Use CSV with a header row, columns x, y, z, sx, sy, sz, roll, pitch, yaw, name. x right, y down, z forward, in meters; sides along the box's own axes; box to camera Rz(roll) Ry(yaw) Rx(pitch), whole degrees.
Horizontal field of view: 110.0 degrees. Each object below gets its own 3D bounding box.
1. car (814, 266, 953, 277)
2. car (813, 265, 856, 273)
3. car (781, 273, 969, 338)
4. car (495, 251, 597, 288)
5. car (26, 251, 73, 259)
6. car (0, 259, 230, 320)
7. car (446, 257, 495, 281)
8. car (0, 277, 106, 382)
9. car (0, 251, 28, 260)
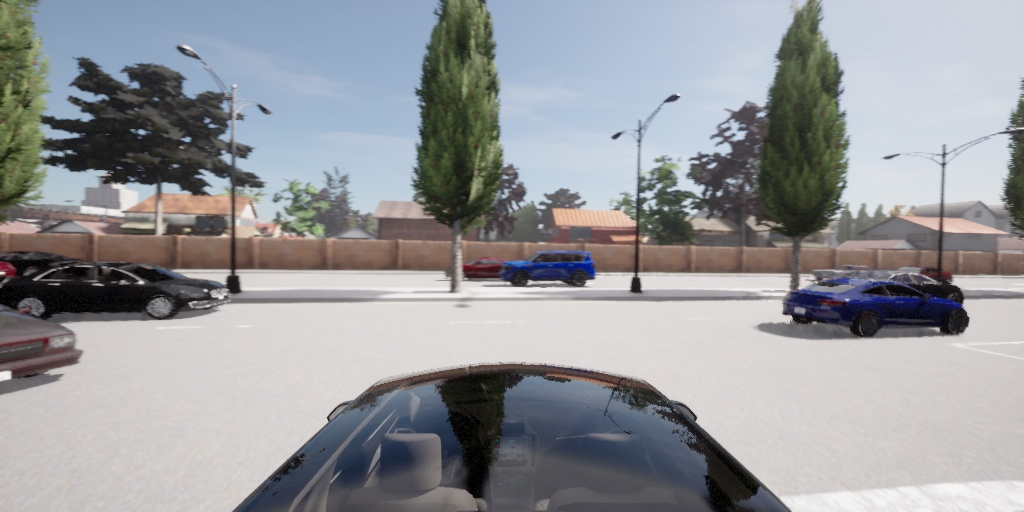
x,y,z,sx,sy,sz,roll,pitch,yaw,name
15.450,1.325,14.491,4.902,1.511,2.128,1,1,-9,car
26.283,1.370,28.093,4.718,1.301,1.895,1,1,-9,car
10.061,1.347,10.078,4.674,1.442,1.812,1,1,-9,car
2.053,0.701,20.626,5.566,2.045,2.150,1,1,-9,car
-26.811,0.466,19.512,5.008,1.535,1.882,1,1,-9,car
-10.999,0.947,10.220,4.892,1.490,1.837,1,1,-9,car
-1.810,0.833,23.552,5.008,1.535,1.882,1,1,-9,car
-9.121,1.105,5.149,5.357,1.411,2.033,1,1,14,car
-25.765,0.596,16.125,4.674,1.442,1.812,1,1,-9,car
